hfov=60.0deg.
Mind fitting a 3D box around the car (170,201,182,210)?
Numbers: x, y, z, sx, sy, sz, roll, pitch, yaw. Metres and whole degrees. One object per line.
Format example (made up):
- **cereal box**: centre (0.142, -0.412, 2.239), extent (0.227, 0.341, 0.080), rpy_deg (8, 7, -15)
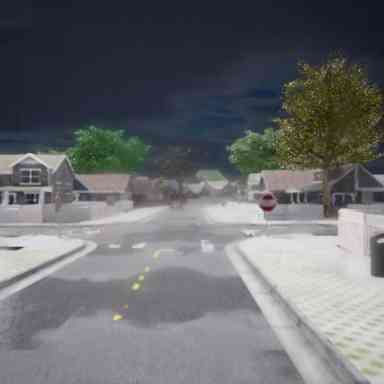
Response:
- **car**: centre (-2.749, 2.314, 57.269), extent (2.128, 1.511, 4.902), rpy_deg (0, 0, 1)
